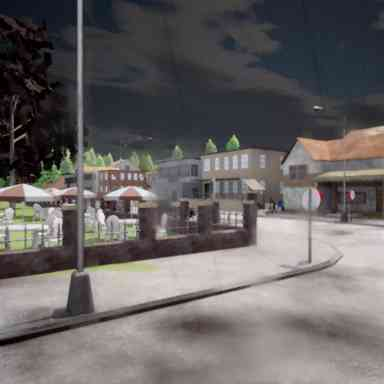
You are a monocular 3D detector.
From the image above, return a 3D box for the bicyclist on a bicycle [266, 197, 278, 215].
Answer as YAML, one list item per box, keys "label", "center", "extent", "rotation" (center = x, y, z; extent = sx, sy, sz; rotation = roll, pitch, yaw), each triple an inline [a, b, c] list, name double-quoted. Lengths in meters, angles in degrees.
- label: "bicyclist on a bicycle"
  center: [7.603, 1.332, 31.457]
  extent: [1.656, 1.620, 0.582]
  rotation: [0, 0, -35]

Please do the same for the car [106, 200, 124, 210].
- label: "car"
  center: [-9.031, 1.340, 40.396]
  extent: [2.097, 1.767, 4.553]
  rotation: [0, 0, -34]

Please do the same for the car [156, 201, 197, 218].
- label: "car"
  center: [-1.769, 1.536, 30.146]
  extent: [2.033, 1.411, 5.357]
  rotation: [0, 0, -35]
